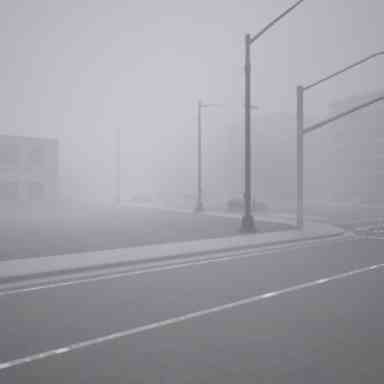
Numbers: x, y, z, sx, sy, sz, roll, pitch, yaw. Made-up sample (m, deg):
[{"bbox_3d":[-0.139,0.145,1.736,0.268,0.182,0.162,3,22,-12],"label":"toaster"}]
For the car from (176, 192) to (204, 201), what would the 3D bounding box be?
[{"bbox_3d":[-0.410,0.813,61.874,1.882,1.535,5.008,0,1,-34],"label":"car"}]

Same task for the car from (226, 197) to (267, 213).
[{"bbox_3d":[5.606,1.284,34.320,2.128,1.511,4.902,0,1,-34],"label":"car"}]

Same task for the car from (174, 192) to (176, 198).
[{"bbox_3d":[-3.412,0.616,72.453,2.033,1.411,5.357,0,1,-34],"label":"car"}]

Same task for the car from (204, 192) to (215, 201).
[{"bbox_3d":[2.478,0.823,63.851,2.128,1.511,4.902,0,1,-34],"label":"car"}]

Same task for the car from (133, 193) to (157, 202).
[{"bbox_3d":[-8.010,0.908,54.279,1.812,1.442,4.674,0,1,-34],"label":"car"}]

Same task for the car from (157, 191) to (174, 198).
[{"bbox_3d":[-6.299,0.580,70.476,1.837,1.490,4.892,0,1,-34],"label":"car"}]
